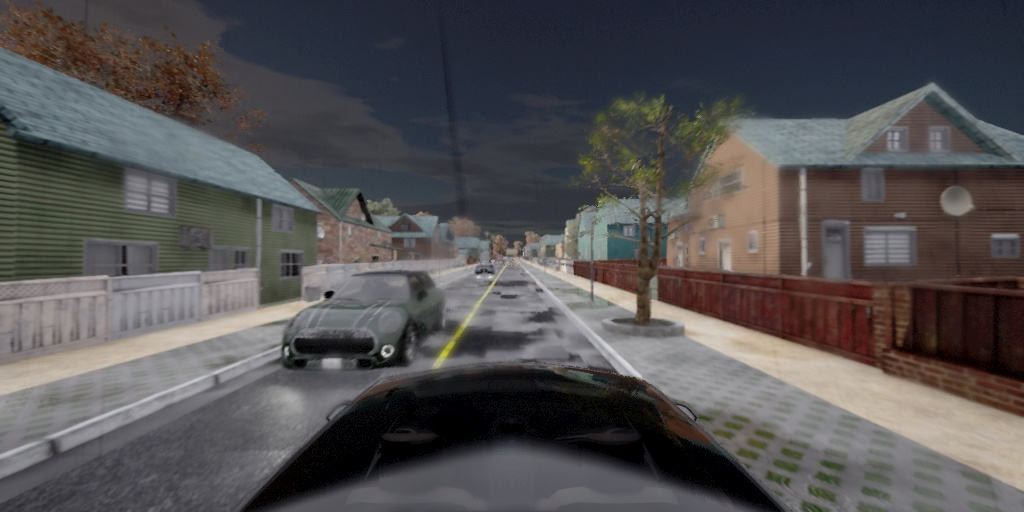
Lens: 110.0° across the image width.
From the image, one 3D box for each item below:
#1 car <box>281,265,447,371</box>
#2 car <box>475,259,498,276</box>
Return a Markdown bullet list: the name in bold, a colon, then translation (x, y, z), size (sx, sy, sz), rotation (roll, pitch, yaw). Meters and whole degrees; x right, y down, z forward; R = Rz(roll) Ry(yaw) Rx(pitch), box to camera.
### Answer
- **car**: translation (-2.824, 1.109, 7.891), size (2.097, 1.767, 4.553), rotation (0, 0, 0)
- **car**: translation (-2.841, 1.346, 38.444), size (1.994, 1.385, 4.181), rotation (0, 0, 0)
